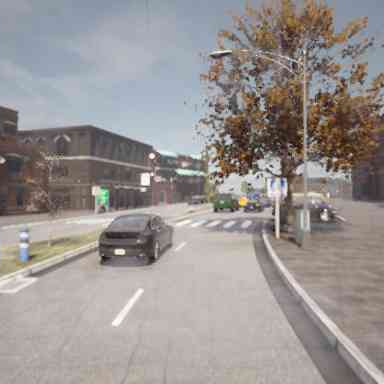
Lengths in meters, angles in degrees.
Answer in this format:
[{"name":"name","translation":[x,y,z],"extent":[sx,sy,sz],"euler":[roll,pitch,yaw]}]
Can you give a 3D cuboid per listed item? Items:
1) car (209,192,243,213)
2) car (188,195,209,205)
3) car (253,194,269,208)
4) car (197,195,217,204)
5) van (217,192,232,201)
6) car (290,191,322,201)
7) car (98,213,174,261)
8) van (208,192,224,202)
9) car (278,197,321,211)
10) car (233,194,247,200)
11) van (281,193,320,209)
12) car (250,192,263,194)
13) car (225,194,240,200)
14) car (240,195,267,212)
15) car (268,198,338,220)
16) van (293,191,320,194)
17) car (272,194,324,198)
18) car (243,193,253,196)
[{"name":"car","translation":[3.892,1.155,37.184],"extent":[2.150,2.045,5.566],"euler":[0,0,17]},{"name":"car","translation":[0.855,1.323,56.019],"extent":[2.097,1.535,5.008],"euler":[0,0,21]},{"name":"car","translation":[9.901,1.373,46.167],"extent":[2.033,1.411,5.357],"euler":[0,0,20]},{"name":"car","translation":[2.812,1.288,61.151],"extent":[2.163,1.488,4.792],"euler":[-1,1,22]},{"name":"van","translation":[7.048,0.912,71.298],"extent":[1.878,1.987,4.442],"euler":[-1,0,25]},{"name":"car","translation":[22.117,0.757,64.584],"extent":[5.566,2.045,2.435],"euler":[0,0,24]},{"name":"car","translation":[-1.890,1.540,12.426],"extent":[1.837,1.490,4.892],"euler":[0,0,7]},{"name":"van","translation":[4.868,0.966,66.207],"extent":[1.878,1.987,4.442],"euler":[-1,0,23]},{"name":"car","translation":[12.555,1.372,38.901],"extent":[4.674,1.452,2.002],"euler":[0,0,18]},{"name":"car","translation":[11.800,1.132,81.457],"extent":[2.002,1.452,4.674],"euler":[-1,0,26]},{"name":"van","translation":[13.497,1.081,41.445],"extent":[4.442,1.987,1.878],"euler":[0,0,18]},{"name":"car","translation":[16.835,0.882,91.290],"extent":[2.435,2.045,5.566],"euler":[-1,-1,29]},{"name":"car","translation":[9.415,1.144,76.454],"extent":[2.002,1.452,4.674],"euler":[-1,0,25]},{"name":"car","translation":[6.852,1.438,36.629],"extent":[1.812,1.442,4.674],"euler":[0,0,17]},{"name":"car","translation":[8.677,1.422,25.866],"extent":[4.892,1.521,2.231],"euler":[0,0,16]},{"name":"van","translation":[10.121,1.165,31.184],"extent":[4.442,1.987,1.878],"euler":[0,0,16]},{"name":"car","translation":[9.488,1.281,28.498],"extent":[4.553,1.767,2.185],"euler":[0,0,16]},{"name":"car","translation":[6.970,1.326,46.872],"extent":[1.882,1.535,5.008],"euler":[0,1,20]}]
